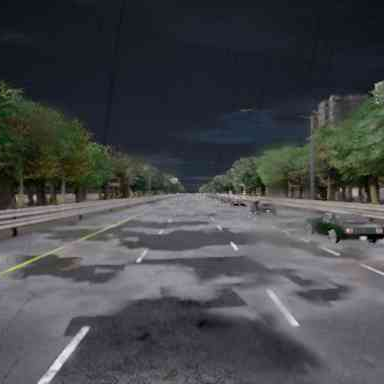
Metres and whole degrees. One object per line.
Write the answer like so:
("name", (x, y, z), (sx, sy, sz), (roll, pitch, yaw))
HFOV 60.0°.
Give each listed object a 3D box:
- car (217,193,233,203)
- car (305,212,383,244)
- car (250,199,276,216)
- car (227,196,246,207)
("car", (7.035, 1.573, 70.349), (2.128, 1.511, 4.902), (0, 0, 0))
("car", (6.999, 1.604, 15.803), (1.895, 1.301, 4.718), (0, 0, 0))
("car", (6.998, 1.514, 32.953), (1.837, 1.490, 4.892), (0, 0, 0))
("car", (7.000, 1.622, 51.392), (1.895, 1.301, 4.718), (0, 0, 0))
